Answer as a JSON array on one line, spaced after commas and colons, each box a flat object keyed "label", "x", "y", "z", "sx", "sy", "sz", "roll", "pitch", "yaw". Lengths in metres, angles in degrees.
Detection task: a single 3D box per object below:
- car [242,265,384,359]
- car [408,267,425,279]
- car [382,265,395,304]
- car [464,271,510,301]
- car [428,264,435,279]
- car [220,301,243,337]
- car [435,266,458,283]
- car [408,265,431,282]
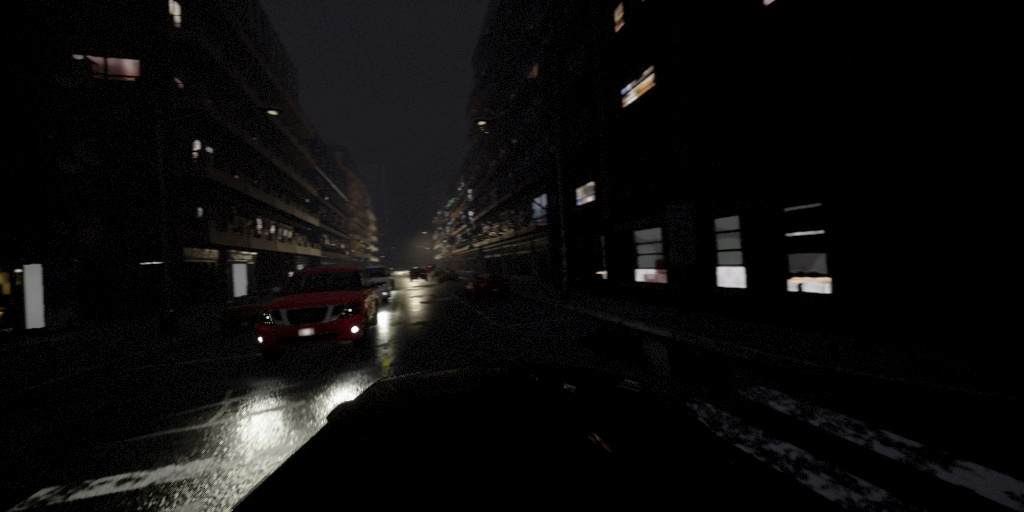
[{"label": "car", "x": -5.095, "y": 1.310, "z": 10.169, "sx": 2.150, "sy": 2.045, "sz": 5.566, "roll": -3, "pitch": 0, "yaw": -16}, {"label": "car", "x": -13.900, "y": 2.395, "z": 52.000, "sx": 2.128, "sy": 1.511, "sz": 4.902, "roll": -3, "pitch": 0, "yaw": -16}, {"label": "car", "x": -7.979, "y": 1.549, "z": 20.107, "sx": 2.150, "sy": 2.045, "sz": 5.566, "roll": -3, "pitch": 0, "yaw": -16}, {"label": "car", "x": -1.361, "y": 1.469, "z": 18.623, "sx": 1.888, "sy": 1.381, "sz": 4.507, "roll": 0, "pitch": 0, "yaw": -16}, {"label": "car", "x": -9.431, "y": 2.115, "z": 46.031, "sx": 1.751, "sy": 1.417, "sz": 4.829, "roll": 0, "pitch": 0, "yaw": -16}, {"label": "car", "x": -8.681, "y": 1.869, "z": 12.995, "sx": 1.888, "sy": 1.381, "sz": 4.507, "roll": 0, "pitch": 0, "yaw": -16}, {"label": "car", "x": -6.261, "y": 1.851, "z": 35.120, "sx": 1.751, "sy": 1.417, "sz": 4.829, "roll": 0, "pitch": 0, "yaw": -16}, {"label": "car", "x": -10.613, "y": 2.133, "z": 40.683, "sx": 1.837, "sy": 1.490, "sz": 4.892, "roll": -3, "pitch": 0, "yaw": -16}]
